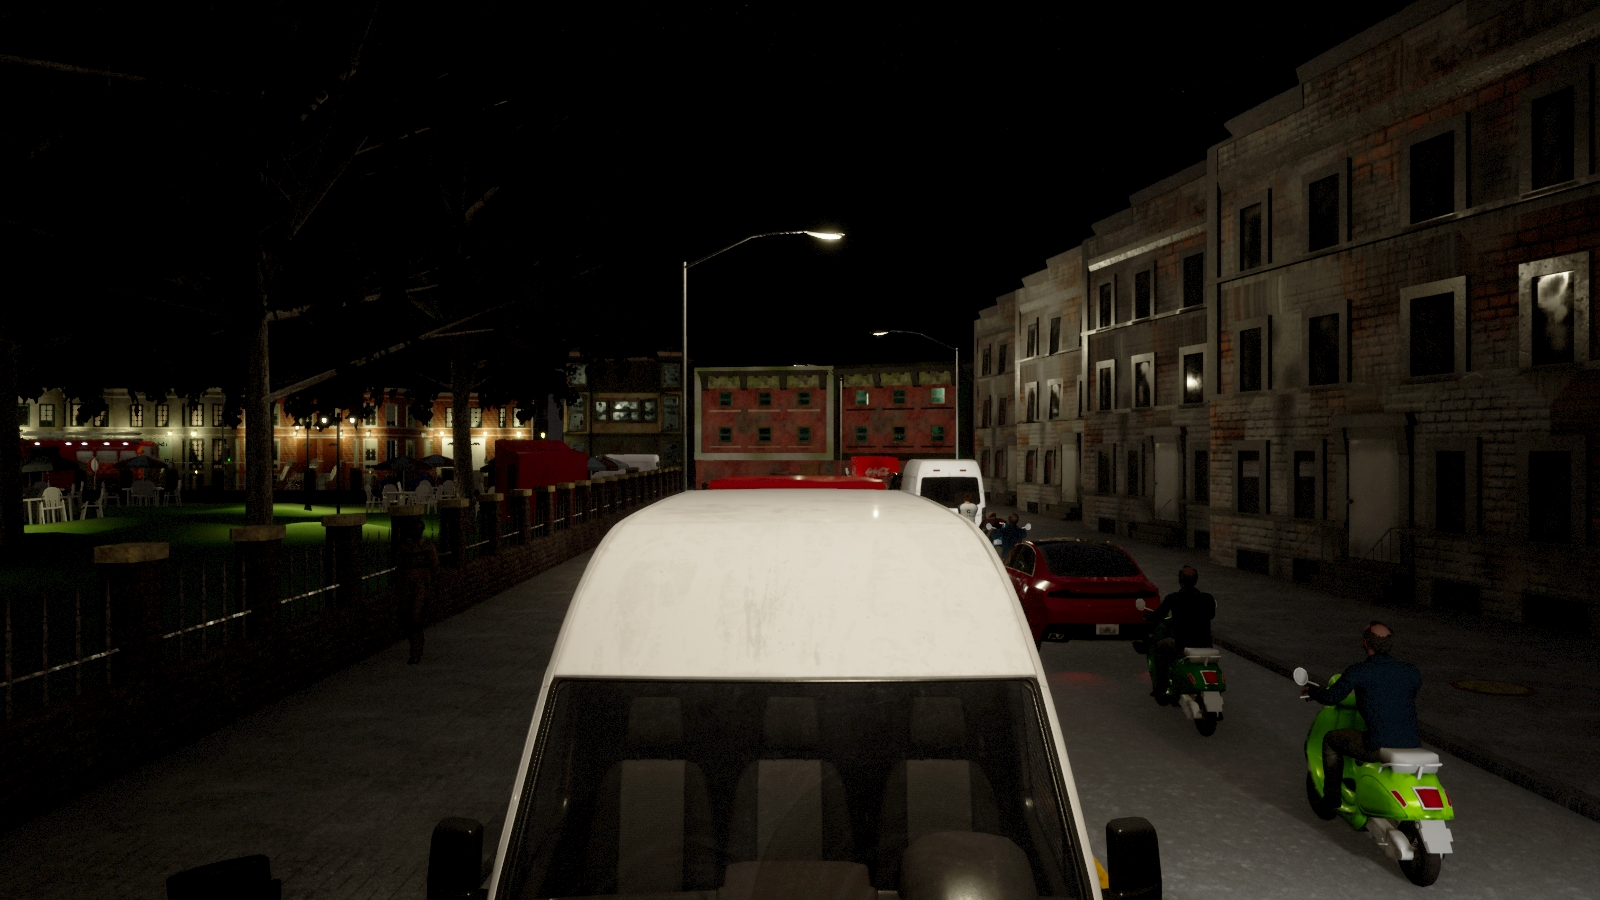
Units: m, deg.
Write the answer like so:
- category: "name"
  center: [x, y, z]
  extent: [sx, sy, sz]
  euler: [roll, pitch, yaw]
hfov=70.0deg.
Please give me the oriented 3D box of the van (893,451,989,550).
- category: "van"
  center: [3.906, 1.314, 32.634]
  extent: [1.988, 2.561, 5.915]
  euler: [0, 0, 0]

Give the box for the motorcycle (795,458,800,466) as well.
- category: "motorcycle"
  center: [-0.384, 1.962, 183.190]
  extent: [0.856, 1.236, 1.805]
  euler: [0, 0, 0]

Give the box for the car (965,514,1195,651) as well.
- category: "car"
  center: [3.953, 1.841, 17.118]
  extent: [2.231, 1.480, 4.892]
  euler: [0, 0, 0]

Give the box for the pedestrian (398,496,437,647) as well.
- category: "pedestrian"
  center: [-4.841, 1.525, 14.462]
  extent: [0.375, 1.860, 0.375]
  euler: [0, 0, 0]

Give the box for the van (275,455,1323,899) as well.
- category: "van"
  center: [-0.006, 1.314, 5.127]
  extent: [1.988, 2.561, 5.915]
  euler: [0, 0, 0]
